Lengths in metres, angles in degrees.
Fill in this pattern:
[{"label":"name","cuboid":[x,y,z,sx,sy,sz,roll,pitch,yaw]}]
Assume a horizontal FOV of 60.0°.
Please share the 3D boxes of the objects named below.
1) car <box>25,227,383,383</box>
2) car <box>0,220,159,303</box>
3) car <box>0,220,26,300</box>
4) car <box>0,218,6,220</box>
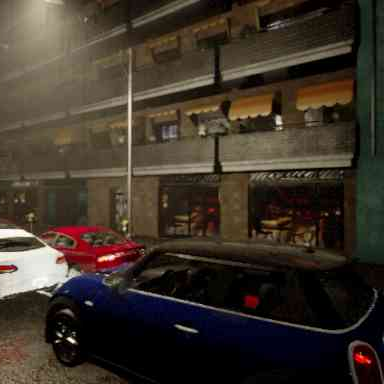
[{"label":"car","cuboid":[0.092,1.385,4.306,4.553,1.767,2.097,0,0,36]},{"label":"car","cuboid":[-3.200,1.600,8.932,4.507,1.381,1.887,0,0,36]},{"label":"car","cuboid":[-4.808,1.567,7.813,4.674,1.442,1.812,0,-1,36]},{"label":"car","cuboid":[-7.772,1.607,12.279,4.507,1.381,1.887,0,0,36]}]
